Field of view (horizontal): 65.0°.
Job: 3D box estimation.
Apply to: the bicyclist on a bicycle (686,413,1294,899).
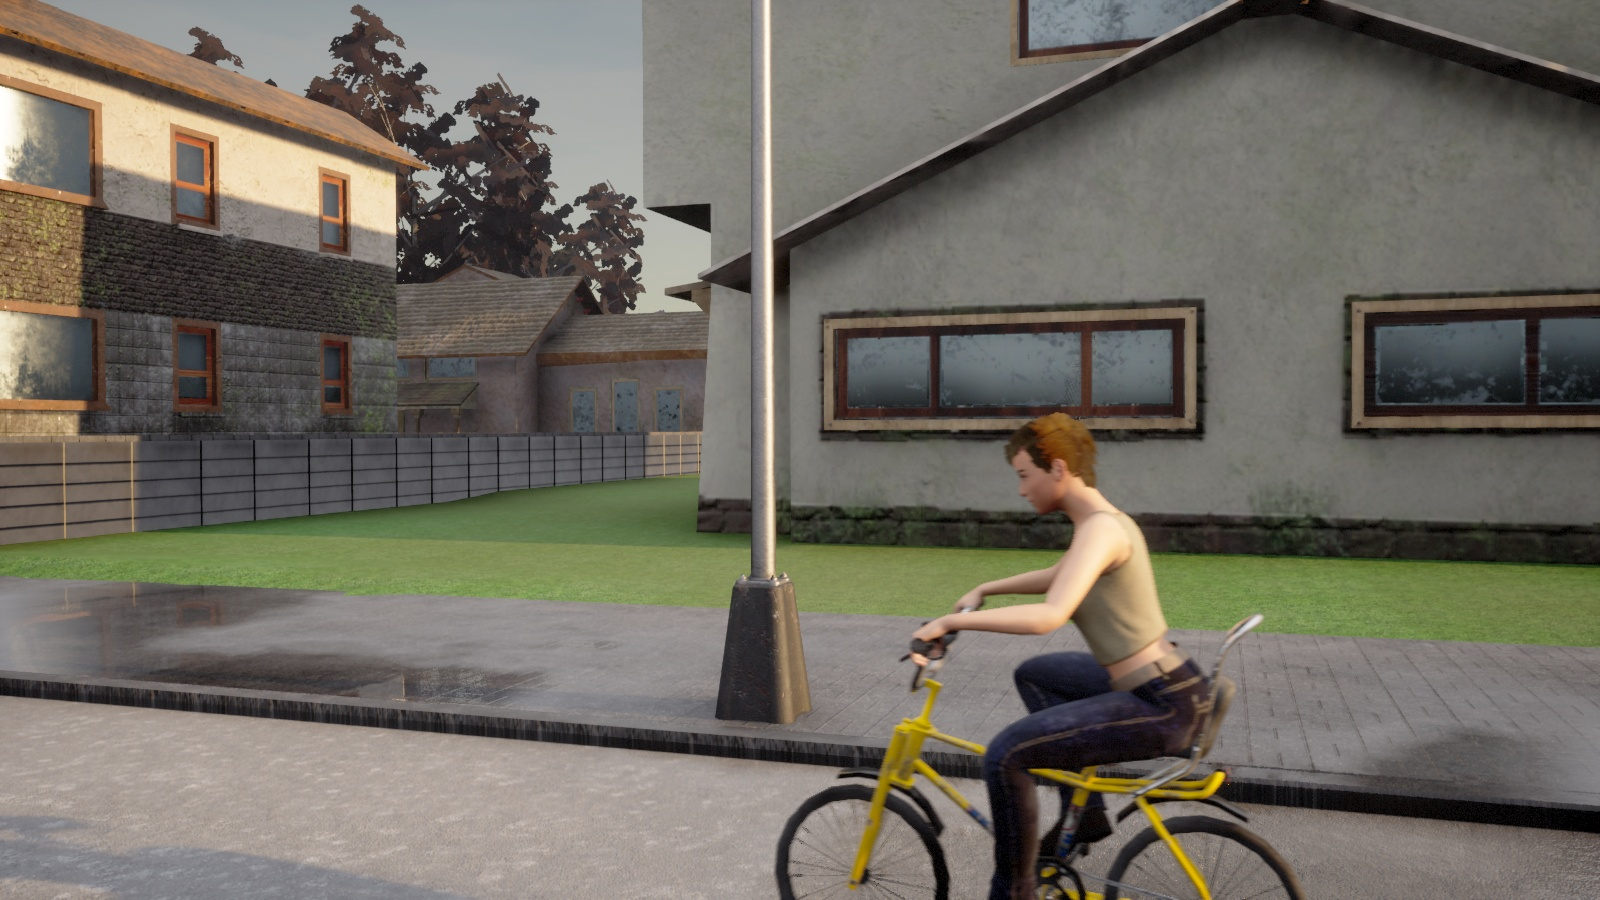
[{"bbox_3d":[0.549,0.709,3.533,1.509,1.612,0.866,1,1,19],"label":"bicyclist on a bicycle"}]
